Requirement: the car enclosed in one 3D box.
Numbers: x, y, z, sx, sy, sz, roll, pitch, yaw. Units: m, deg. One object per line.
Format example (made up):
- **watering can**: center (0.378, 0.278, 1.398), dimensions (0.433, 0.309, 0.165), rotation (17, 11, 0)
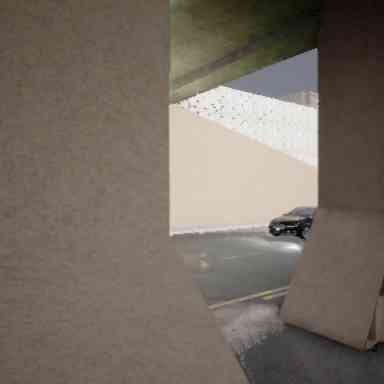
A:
- **car**: center (5.947, 1.475, 16.827), dimensions (4.892, 1.490, 1.837), rotation (0, 0, -35)
